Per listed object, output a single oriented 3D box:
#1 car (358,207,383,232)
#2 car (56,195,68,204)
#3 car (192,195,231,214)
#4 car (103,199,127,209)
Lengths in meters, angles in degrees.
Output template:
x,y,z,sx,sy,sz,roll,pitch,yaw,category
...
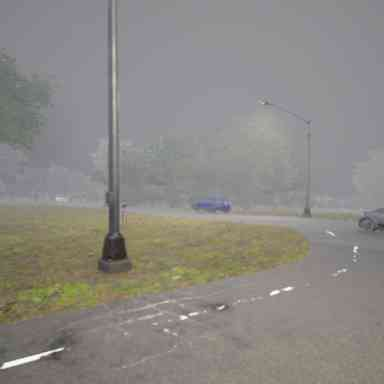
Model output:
x,y,z,sx,sy,sz,roll,pitch,yaw,category
10.110,1.340,15.549,1.994,1.385,4.181,1,1,-35,car
-31.831,1.861,81.115,2.150,2.045,5.566,3,-3,-30,car
2.222,1.442,39.086,2.150,2.045,5.566,3,-2,-35,car
-10.505,1.498,45.107,2.128,1.511,4.902,3,-2,-35,car
